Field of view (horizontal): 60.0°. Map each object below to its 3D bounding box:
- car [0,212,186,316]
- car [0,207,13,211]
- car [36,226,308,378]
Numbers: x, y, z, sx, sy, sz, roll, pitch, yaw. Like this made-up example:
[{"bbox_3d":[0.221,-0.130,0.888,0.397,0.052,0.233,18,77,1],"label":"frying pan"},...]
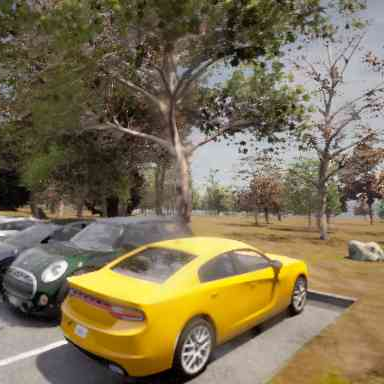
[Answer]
[{"bbox_3d":[-1.725,1.392,7.678,2.185,1.767,4.553,1,0,42],"label":"car"},{"bbox_3d":[-7.982,1.445,12.962,1.946,1.575,5.366,1,0,42],"label":"car"},{"bbox_3d":[0.318,1.539,5.807,2.097,1.535,5.008,1,0,42],"label":"car"}]
